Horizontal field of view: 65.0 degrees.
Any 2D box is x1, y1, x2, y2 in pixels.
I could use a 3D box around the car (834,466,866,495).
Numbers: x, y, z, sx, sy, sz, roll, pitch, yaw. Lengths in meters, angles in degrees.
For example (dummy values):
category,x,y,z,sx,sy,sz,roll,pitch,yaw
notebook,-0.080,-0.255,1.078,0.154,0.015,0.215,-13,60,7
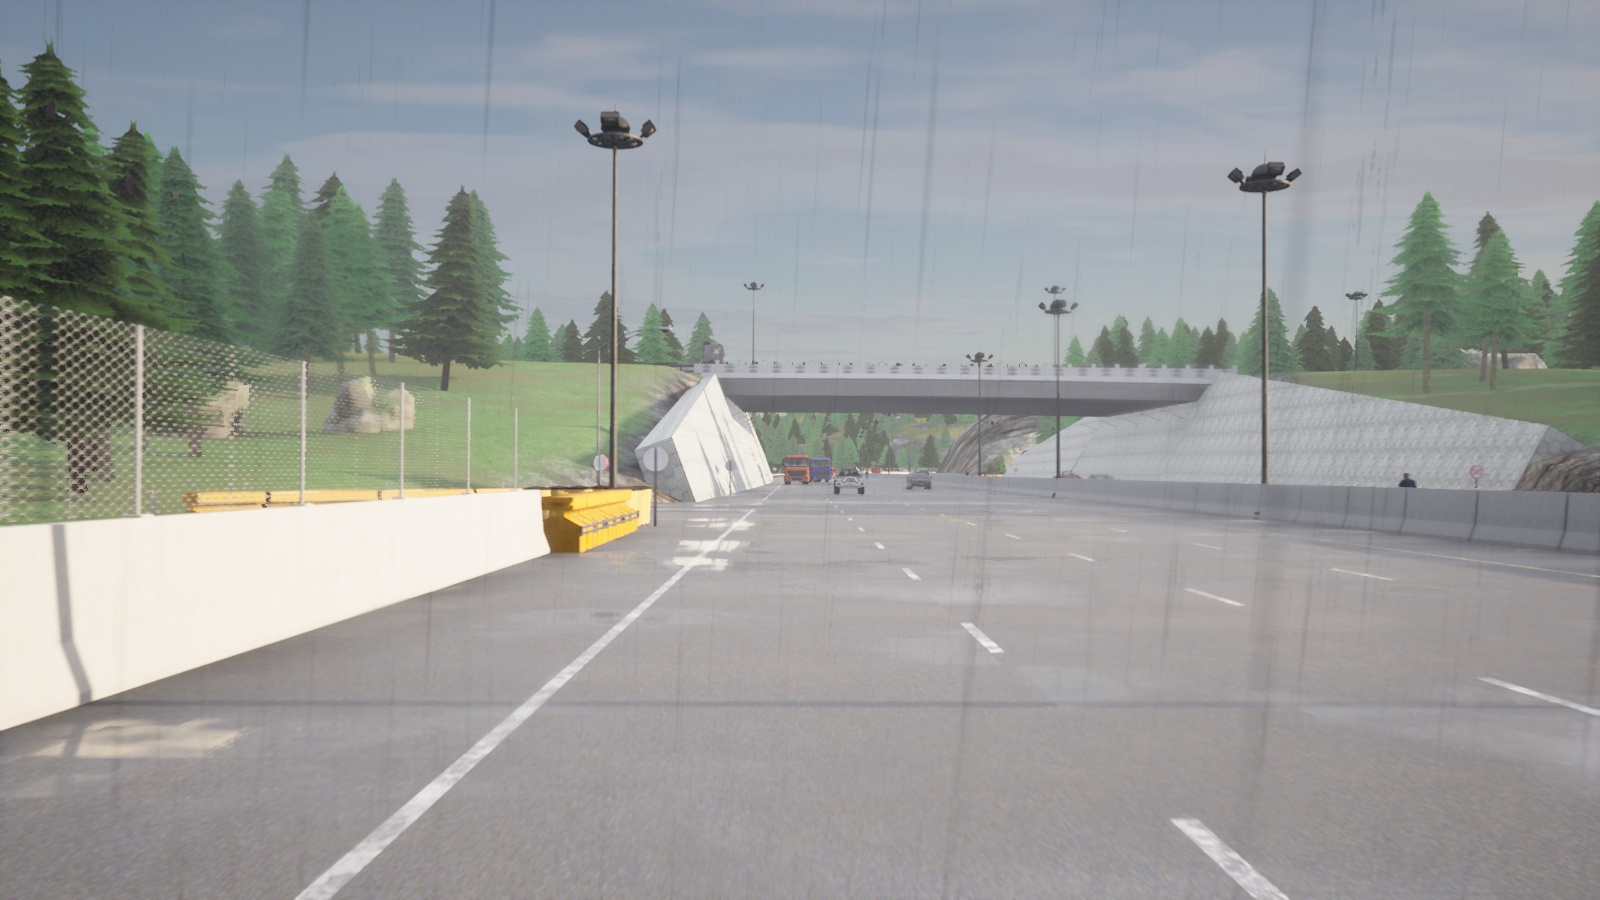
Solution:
category,x,y,z,sx,sy,sz,roll,pitch,yaw
car,3.297,2.020,83.752,1.932,1.855,4.605,0,-1,0
